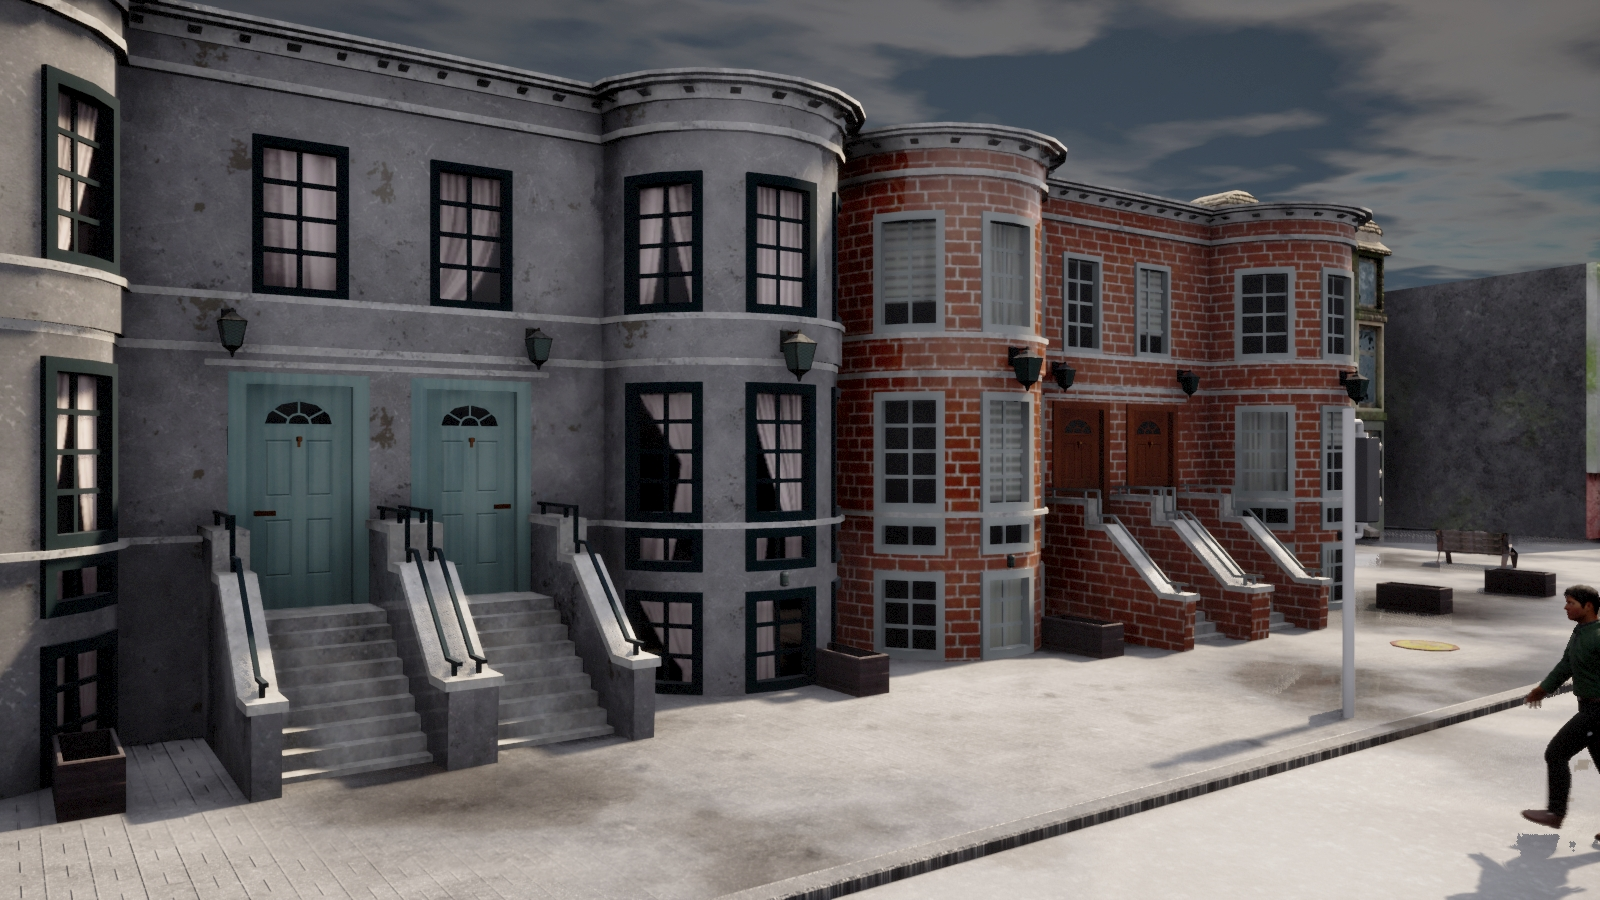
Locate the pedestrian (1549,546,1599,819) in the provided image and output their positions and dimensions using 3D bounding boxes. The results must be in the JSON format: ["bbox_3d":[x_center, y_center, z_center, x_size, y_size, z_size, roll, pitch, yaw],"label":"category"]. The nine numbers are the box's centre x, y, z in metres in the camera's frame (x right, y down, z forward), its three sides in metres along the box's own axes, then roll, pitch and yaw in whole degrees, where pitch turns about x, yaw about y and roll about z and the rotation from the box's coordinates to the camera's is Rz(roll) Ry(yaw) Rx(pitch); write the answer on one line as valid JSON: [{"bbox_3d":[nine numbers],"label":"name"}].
[{"bbox_3d":[5.585,1.629,8.105,0.375,1.860,0.375,0,0,20],"label":"pedestrian"}]
